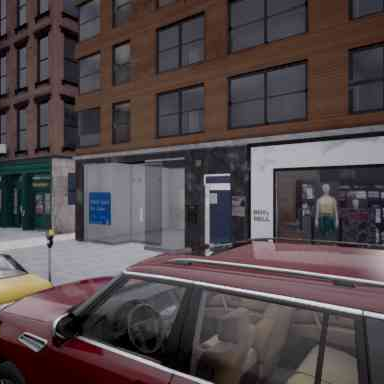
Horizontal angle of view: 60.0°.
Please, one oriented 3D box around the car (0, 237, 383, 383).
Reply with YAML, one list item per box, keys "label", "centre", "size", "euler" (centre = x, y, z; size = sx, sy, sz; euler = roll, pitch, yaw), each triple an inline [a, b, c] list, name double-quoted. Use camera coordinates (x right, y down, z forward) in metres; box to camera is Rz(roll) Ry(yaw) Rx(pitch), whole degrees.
- label: "car"
  centre: [0.347, 1.315, 2.564]
  size: [5.009, 1.841, 2.192]
  euler: [0, 0, 36]
